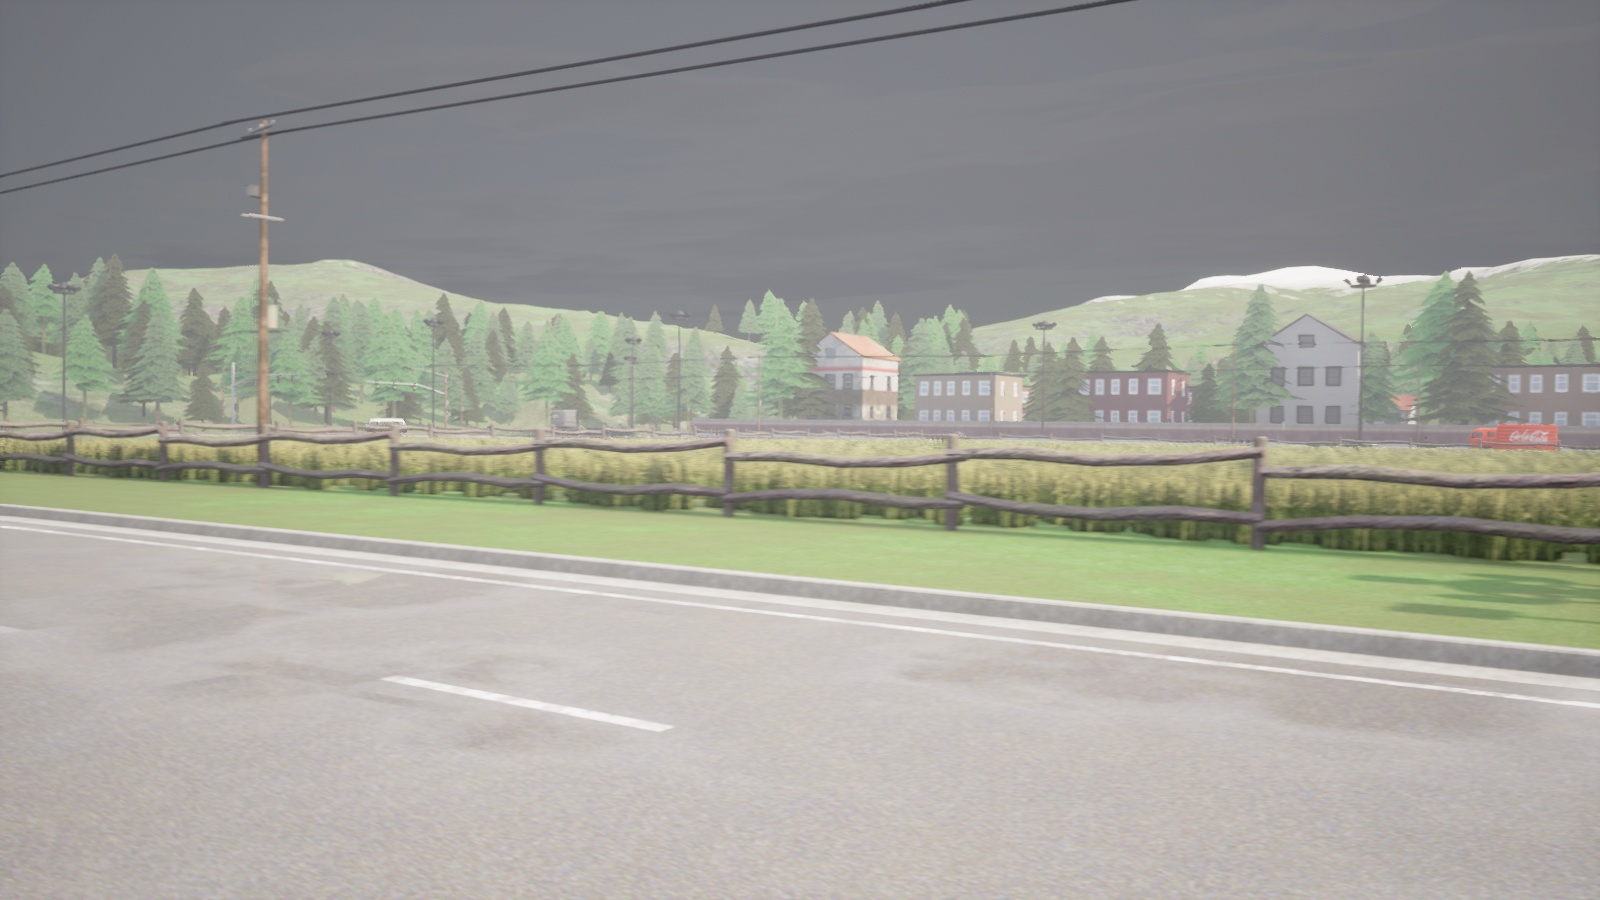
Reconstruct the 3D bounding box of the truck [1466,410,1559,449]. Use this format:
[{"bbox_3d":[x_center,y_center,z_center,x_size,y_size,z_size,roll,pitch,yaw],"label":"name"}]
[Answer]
[{"bbox_3d":[47.487,-1.365,83.713,5.204,2.467,2.627,0,1,34],"label":"truck"}]
